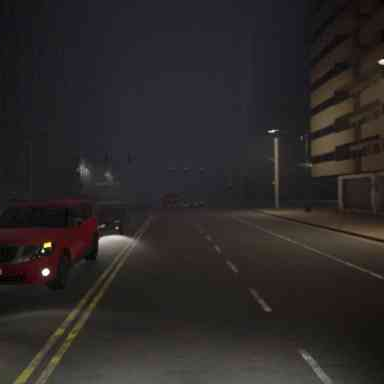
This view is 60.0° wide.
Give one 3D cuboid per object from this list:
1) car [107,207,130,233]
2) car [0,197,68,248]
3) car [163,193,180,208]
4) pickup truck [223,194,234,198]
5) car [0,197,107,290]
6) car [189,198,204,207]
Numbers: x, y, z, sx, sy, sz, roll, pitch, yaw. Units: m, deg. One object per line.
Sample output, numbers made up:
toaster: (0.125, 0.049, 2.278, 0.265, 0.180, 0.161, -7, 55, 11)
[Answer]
car: (-4.785, 1.585, 19.433, 1.994, 1.385, 4.181, -1, 0, -3)
car: (-8.109, 1.299, 16.475, 2.150, 2.045, 5.566, -1, 0, -4)
car: (-2.960, 1.149, 47.665, 2.150, 2.045, 5.566, -1, 0, -3)
pickup truck: (10.621, 0.686, 93.004, 2.390, 2.098, 6.274, -1, 0, 27)
car: (-4.155, 1.258, 9.468, 2.150, 2.045, 5.566, -1, 0, -4)
car: (0.537, 1.479, 47.878, 1.895, 1.301, 4.718, -1, 0, -4)
